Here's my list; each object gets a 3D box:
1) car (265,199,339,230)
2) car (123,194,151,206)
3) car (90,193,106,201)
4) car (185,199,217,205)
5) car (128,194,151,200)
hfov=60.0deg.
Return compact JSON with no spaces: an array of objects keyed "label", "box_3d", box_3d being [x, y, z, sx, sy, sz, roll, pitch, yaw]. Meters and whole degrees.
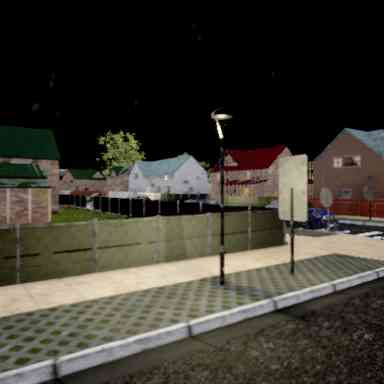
[{"label":"car","box_3d":[6.443,1.218,20.043,2.097,1.767,4.553,0,1,-32]},{"label":"car","box_3d":[-7.677,1.028,46.190,1.882,1.535,5.008,0,1,-34]},{"label":"car","box_3d":[-16.738,0.902,59.480,1.812,1.442,4.674,0,1,-33]},{"label":"car","box_3d":[0.704,1.308,28.616,2.033,1.411,5.357,0,1,-34]},{"label":"car","box_3d":[-5.957,1.127,38.417,2.128,1.511,4.902,0,1,-34]}]
